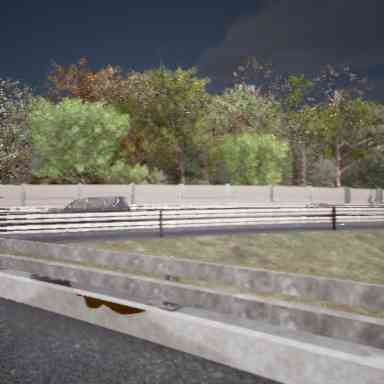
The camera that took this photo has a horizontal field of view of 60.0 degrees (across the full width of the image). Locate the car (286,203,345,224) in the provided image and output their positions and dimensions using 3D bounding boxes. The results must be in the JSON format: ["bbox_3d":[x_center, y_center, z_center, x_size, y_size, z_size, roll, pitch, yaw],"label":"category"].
[{"bbox_3d":[9.525,1.613,25.588,4.674,1.442,1.812,0,0,-17],"label":"car"}]

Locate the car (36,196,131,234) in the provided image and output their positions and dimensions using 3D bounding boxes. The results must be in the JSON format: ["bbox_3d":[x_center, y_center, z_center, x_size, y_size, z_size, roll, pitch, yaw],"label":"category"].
[{"bbox_3d":[-6.583,1.337,20.528,5.566,2.045,2.150,-2,0,-17],"label":"car"}]
